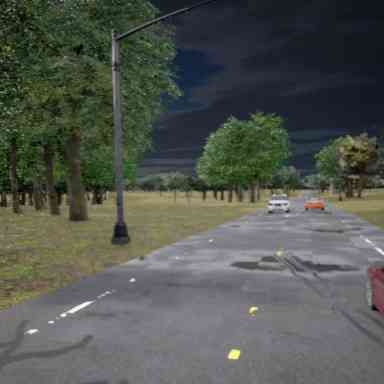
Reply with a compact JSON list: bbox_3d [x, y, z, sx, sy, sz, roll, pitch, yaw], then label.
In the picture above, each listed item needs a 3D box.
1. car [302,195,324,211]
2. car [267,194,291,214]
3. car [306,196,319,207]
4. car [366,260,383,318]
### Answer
[{"bbox_3d":[14.747,1.291,40.194,2.097,1.767,4.553,-2,-1,19],"label":"car"},{"bbox_3d":[9.751,1.288,37.040,2.150,2.045,5.566,-2,-1,19],"label":"car"},{"bbox_3d":[18.446,1.461,51.007,1.812,1.442,4.674,-2,-1,19],"label":"car"},{"bbox_3d":[3.651,1.456,4.492,1.812,1.442,4.674,-2,-1,19],"label":"car"}]
